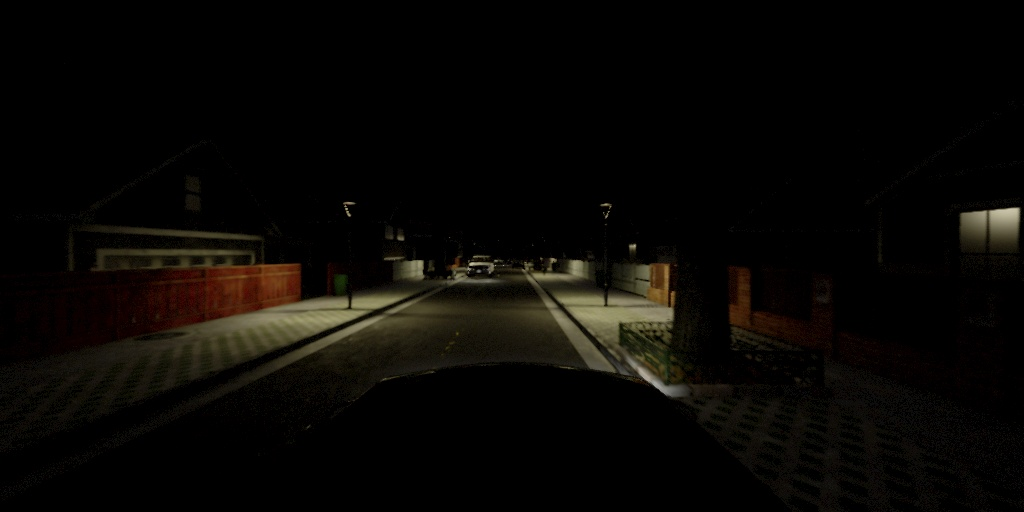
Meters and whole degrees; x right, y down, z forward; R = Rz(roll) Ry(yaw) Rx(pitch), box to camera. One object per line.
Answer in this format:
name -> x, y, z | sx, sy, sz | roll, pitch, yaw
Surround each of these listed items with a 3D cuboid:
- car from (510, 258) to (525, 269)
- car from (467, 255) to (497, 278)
car -> 0.963, 1.231, 54.628 | 1.837, 1.490, 4.892 | 0, 0, 0
car -> -2.837, 0.961, 33.615 | 2.150, 2.045, 5.566 | 0, 0, 0
